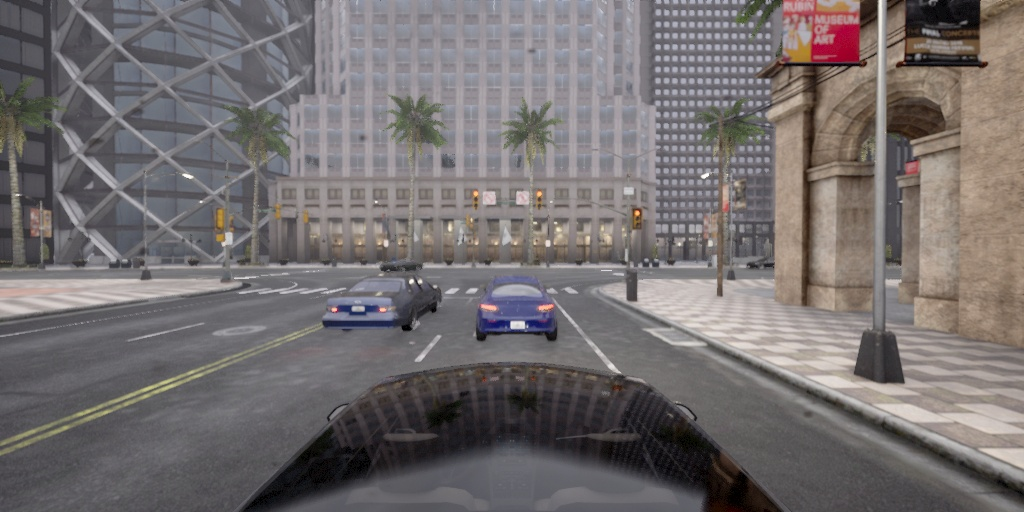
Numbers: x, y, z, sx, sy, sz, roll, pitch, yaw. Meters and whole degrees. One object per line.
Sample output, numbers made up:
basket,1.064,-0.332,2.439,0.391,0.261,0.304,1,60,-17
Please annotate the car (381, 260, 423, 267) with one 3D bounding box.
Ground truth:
car,-10.555,1.011,34.671,1.895,1.301,4.718,1,1,16

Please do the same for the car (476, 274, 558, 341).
car,0.086,1.195,9.495,1.812,1.442,4.674,0,1,-1

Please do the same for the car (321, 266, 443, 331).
car,-3.422,1.206,10.524,2.033,1.411,5.357,0,1,0
